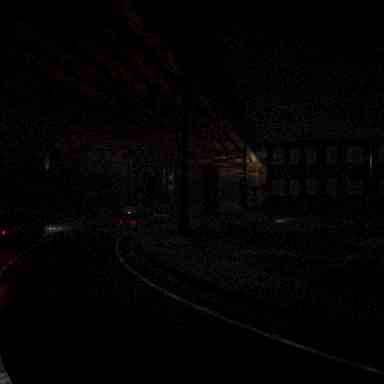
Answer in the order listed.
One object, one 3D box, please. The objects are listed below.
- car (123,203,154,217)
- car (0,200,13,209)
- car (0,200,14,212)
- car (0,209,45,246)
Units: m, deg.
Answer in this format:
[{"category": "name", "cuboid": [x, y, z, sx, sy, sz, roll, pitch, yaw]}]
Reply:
[{"category": "car", "cuboid": [-5.549, 1.842, 34.906, 1.812, 1.442, 4.674, 0, -1, 16]}, {"category": "car", "cuboid": [-21.484, 1.675, 36.930, 2.038, 1.542, 4.974, 1, -1, -44]}, {"category": "car", "cuboid": [-21.519, 1.517, 36.969, 1.853, 1.218, 4.536, 1, -1, -44]}, {"category": "car", "cuboid": [-8.600, 1.703, 15.818, 1.895, 1.301, 4.718, 0, -1, -7]}]
